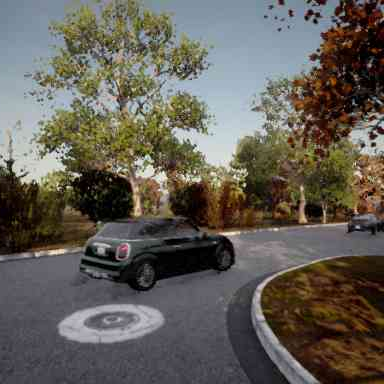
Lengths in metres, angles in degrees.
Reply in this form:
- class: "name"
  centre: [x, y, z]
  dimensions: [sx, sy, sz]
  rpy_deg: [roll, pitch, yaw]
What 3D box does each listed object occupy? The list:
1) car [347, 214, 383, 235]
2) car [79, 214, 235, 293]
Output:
- class: "car"
  centre: [13.065, 2.364, 24.809]
  dimensions: [1.812, 1.442, 4.674]
  rpy_deg: [-1, -3, 42]
- class: "car"
  centre: [-0.730, 1.475, 9.490]
  dimensions: [2.097, 1.767, 4.553]
  rpy_deg: [-1, -3, 42]
